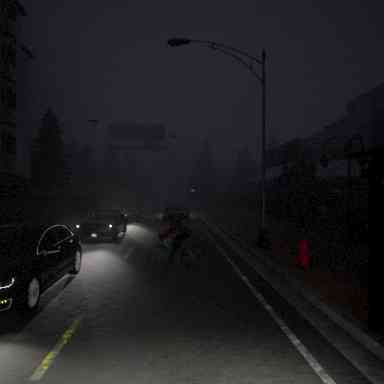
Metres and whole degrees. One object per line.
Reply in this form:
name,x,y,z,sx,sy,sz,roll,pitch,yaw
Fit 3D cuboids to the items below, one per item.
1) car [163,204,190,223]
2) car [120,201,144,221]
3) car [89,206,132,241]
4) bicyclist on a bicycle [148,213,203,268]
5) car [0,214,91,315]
car,-1.219,1.599,25.385,1.895,1.301,4.718,0,0,-3
car,-4.962,1.489,26.739,2.128,1.511,4.902,0,0,-3
car,-4.450,1.600,16.893,1.895,1.301,4.718,0,0,-3
bicyclist on a bicycle,-0.490,1.446,9.822,1.656,1.620,0.582,-2,0,-3
car,-3.943,1.504,7.647,1.837,1.490,4.892,0,0,-3
